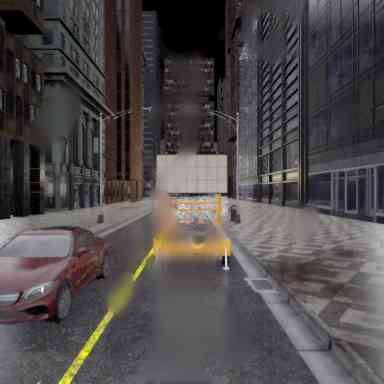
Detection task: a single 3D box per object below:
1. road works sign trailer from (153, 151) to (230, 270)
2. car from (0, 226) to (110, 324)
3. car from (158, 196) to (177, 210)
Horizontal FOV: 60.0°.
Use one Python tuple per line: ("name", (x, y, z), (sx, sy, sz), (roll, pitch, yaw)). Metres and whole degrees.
("road works sign trailer", (-0.002, 0.463, 11.057), (2.380, 3.560, 2.880), (0, 0, 0))
("car", (-3.104, 1.525, 7.299), (1.812, 1.442, 4.674), (0, 0, 0))
("car", (-3.031, 1.351, 41.703), (2.097, 1.767, 4.553), (0, 0, 0))
